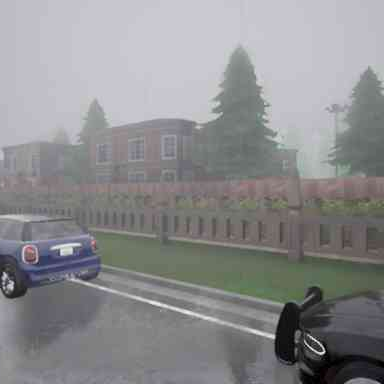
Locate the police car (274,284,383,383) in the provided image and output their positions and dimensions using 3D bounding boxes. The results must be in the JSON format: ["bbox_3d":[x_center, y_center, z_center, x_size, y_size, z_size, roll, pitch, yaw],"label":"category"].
[{"bbox_3d":[3.303,1.425,2.678,5.238,1.638,1.930,0,0,38],"label":"police car"}]

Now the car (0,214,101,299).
[{"bbox_3d":[-4.476,1.350,8.738,4.553,1.767,2.097,0,0,38],"label":"car"}]
